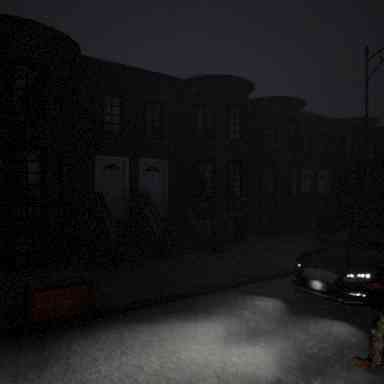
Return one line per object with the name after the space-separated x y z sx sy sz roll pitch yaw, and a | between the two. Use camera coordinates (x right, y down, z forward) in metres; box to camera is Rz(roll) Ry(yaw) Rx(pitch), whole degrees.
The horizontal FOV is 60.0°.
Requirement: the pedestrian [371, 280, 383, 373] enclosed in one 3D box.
2.364 1.294 3.797 0.375 1.860 0.375 0 0 -35 | pedestrian

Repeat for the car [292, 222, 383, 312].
4.357 1.491 7.702 4.902 1.511 2.128 0 0 -35 | car
